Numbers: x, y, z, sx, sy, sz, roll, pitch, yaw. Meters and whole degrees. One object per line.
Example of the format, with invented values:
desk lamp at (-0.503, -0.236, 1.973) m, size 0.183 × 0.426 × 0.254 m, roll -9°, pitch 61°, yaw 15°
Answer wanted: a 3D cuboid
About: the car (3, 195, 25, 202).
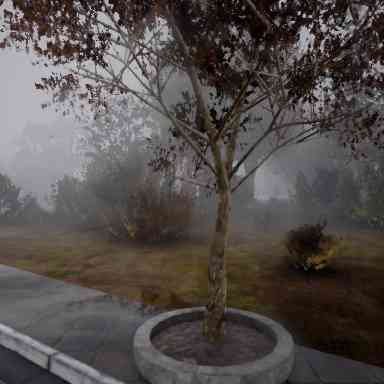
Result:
car at (-22.616, 1.175, 43.304) m, size 1.837 × 1.490 × 4.892 m, roll 1°, pitch 0°, yaw 32°
